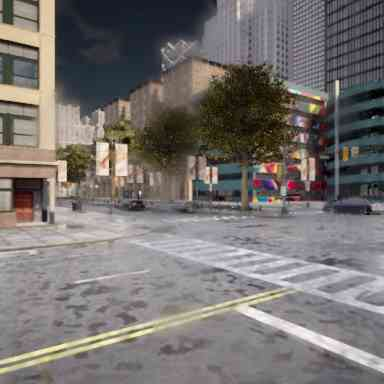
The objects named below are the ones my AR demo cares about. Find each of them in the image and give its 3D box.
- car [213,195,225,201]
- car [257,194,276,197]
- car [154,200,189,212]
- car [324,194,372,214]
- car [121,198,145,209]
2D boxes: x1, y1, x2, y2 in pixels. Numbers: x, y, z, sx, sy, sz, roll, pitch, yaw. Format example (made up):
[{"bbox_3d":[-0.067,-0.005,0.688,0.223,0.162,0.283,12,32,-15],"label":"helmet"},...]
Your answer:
[{"bbox_3d":[5.769,1.355,79.449,2.161,1.482,4.786,0,0,-36],"label":"car"},{"bbox_3d":[16.241,1.257,71.959,2.002,1.452,4.674,0,0,-36],"label":"car"},{"bbox_3d":[-2.350,1.578,37.769,1.895,1.301,4.718,0,0,-36],"label":"car"},{"bbox_3d":[16.085,1.314,34.442,4.553,1.767,2.097,0,0,29],"label":"car"},{"bbox_3d":[-8.152,1.541,45.860,1.994,1.385,4.181,0,0,-37],"label":"car"}]
